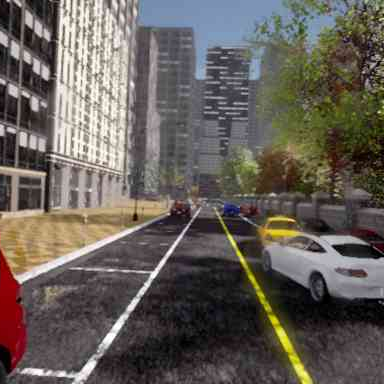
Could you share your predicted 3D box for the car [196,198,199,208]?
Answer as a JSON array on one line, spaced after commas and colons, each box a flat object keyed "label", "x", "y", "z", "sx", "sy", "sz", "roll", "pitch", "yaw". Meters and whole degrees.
[{"label": "car", "x": -0.307, "y": 2.138, "z": 51.101, "sx": 1.752, "sy": 1.417, "sz": 4.829, "roll": 2, "pitch": -1, "yaw": 3}]

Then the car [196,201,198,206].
[{"label": "car", "x": -0.576, "y": 2.120, "z": 45.737, "sx": 1.802, "sy": 1.307, "sz": 4.206, "roll": 2, "pitch": -1, "yaw": 3}]

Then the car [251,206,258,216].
[{"label": "car", "x": 6.606, "y": 2.184, "z": 28.626, "sx": 1.947, "sy": 1.339, "sz": 4.313, "roll": 2, "pitch": -1, "yaw": 3}]

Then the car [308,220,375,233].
[{"label": "car", "x": 5.782, "y": 1.962, "z": 11.998, "sx": 1.802, "sy": 1.307, "sz": 4.206, "roll": 2, "pitch": -1, "yaw": 3}]

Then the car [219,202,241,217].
[{"label": "car", "x": 4.708, "y": 2.166, "z": 40.710, "sx": 1.882, "sy": 1.535, "sz": 5.008, "roll": 2, "pitch": -1, "yaw": 3}]

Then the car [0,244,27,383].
[{"label": "car", "x": -2.760, "y": 1.224, "z": 1.468, "sx": 2.192, "sy": 1.841, "sz": 5.009, "roll": 2, "pitch": -1, "yaw": 3}]

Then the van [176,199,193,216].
[{"label": "van", "x": -0.840, "y": 1.802, "z": 40.206, "sx": 1.690, "sy": 1.788, "sz": 3.998, "roll": 2, "pitch": -1, "yaw": 3}]

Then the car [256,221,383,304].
[{"label": "car", "x": 3.410, "y": 1.771, "z": 8.734, "sx": 1.812, "sy": 1.442, "sz": 4.674, "roll": 2, "pitch": -1, "yaw": -10}]

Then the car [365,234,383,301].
[{"label": "car", "x": 5.509, "y": 1.852, "z": 6.456, "sx": 2.008, "sy": 1.369, "sz": 4.403, "roll": 2, "pitch": -1, "yaw": 3}]

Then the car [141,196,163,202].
[{"label": "car", "x": -10.691, "y": 2.044, "z": 89.804, "sx": 4.206, "sy": 1.307, "sz": 1.802, "roll": 3, "pitch": -1, "yaw": 4}]

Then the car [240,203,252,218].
[{"label": "car", "x": 7.155, "y": 2.356, "z": 39.711, "sx": 1.802, "sy": 1.307, "sz": 4.206, "roll": 2, "pitch": -1, "yaw": 3}]

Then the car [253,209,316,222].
[{"label": "car", "x": 3.950, "y": 1.802, "z": 15.145, "sx": 1.801, "sy": 1.575, "sz": 5.366, "roll": 2, "pitch": -1, "yaw": 8}]

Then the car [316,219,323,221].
[{"label": "car", "x": 6.057, "y": 2.025, "z": 17.541, "sx": 1.947, "sy": 1.339, "sz": 4.313, "roll": 2, "pitch": -1, "yaw": 3}]

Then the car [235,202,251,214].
[{"label": "car", "x": 7.709, "y": 2.368, "z": 50.797, "sx": 1.967, "sy": 1.590, "sz": 4.097, "roll": 2, "pitch": -1, "yaw": 3}]

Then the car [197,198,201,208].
[{"label": "car", "x": 0.677, "y": 2.166, "z": 67.866, "sx": 2.192, "sy": 1.841, "sz": 5.009, "roll": 2, "pitch": -1, "yaw": 3}]

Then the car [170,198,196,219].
[{"label": "car", "x": -1.113, "y": 1.698, "z": 34.673, "sx": 2.192, "sy": 1.841, "sz": 5.009, "roll": 2, "pitch": -1, "yaw": 3}]
